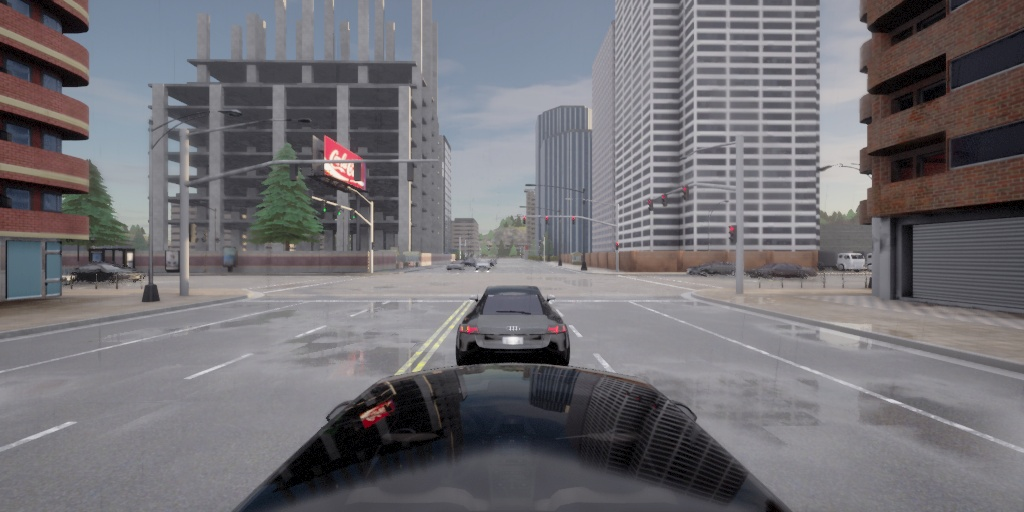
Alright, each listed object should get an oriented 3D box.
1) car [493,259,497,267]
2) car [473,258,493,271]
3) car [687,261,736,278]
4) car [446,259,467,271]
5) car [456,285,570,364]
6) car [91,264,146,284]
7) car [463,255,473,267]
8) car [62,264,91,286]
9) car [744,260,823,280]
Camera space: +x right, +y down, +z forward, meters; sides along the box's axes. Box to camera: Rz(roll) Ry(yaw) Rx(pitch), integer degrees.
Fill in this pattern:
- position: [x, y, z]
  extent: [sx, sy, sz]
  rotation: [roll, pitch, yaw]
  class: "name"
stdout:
- position: [-4.148, 1.351, 65.023]
  extent: [1.895, 1.301, 4.718]
  rotation: [0, 0, 0]
  class: "car"
- position: [-4.035, 1.276, 49.990]
  extent: [1.812, 1.442, 4.674]
  rotation: [0, 0, -1]
  class: "car"
- position: [19.240, 1.241, 34.119]
  extent: [4.902, 1.511, 2.128]
  rotation: [0, 0, -1]
  class: "car"
- position: [-7.526, 1.351, 47.651]
  extent: [1.895, 1.301, 4.718]
  rotation: [0, 0, -1]
  class: "car"
- position: [0.011, 1.314, 7.709]
  extent: [1.994, 1.385, 4.181]
  rotation: [0, 0, 0]
  class: "car"
- position: [-29.733, 1.275, 26.211]
  extent: [4.674, 1.442, 1.812]
  rotation: [0, 0, -1]
  class: "car"
- position: [-7.641, 1.101, 64.470]
  extent: [2.097, 1.767, 4.553]
  rotation: [0, 0, 0]
  class: "car"
- position: [-30.494, 1.241, 22.681]
  extent: [4.902, 1.511, 2.128]
  rotation: [0, 0, -1]
  class: "car"
- position: [22.882, 1.297, 30.673]
  extent: [5.357, 1.411, 2.033]
  rotation: [0, 0, -1]
  class: "car"
